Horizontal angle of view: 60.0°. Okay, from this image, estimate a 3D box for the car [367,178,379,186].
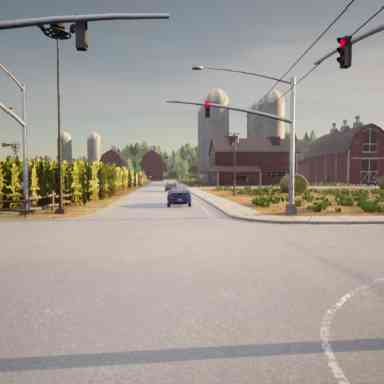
[{"bbox_3d":[42.348,-2.351,77.564,1.905,1.878,3.866,10,10,41],"label":"car"}]

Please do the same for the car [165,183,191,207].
[{"bbox_3d":[-1.120,0.339,27.632,1.882,1.535,5.008,0,3,-5],"label":"car"}]

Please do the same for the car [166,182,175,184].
[{"bbox_3d":[-3.356,-0.826,52.862,2.128,1.511,4.902,0,3,-5],"label":"car"}]
